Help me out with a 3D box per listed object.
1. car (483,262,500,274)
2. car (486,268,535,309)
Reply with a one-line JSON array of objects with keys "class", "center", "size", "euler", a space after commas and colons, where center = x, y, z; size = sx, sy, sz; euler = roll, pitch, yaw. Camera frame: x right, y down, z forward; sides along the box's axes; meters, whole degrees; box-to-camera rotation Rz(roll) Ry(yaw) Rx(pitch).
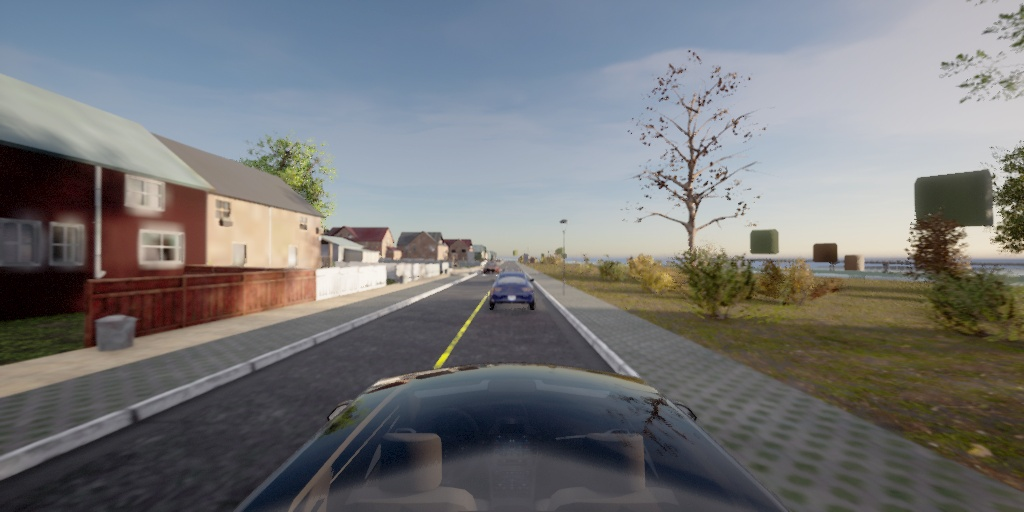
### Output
[{"class": "car", "center": [-2.797, 1.592, 49.477], "size": [2.097, 1.767, 4.553], "euler": [0, 0, 0]}, {"class": "car", "center": [0.012, 1.420, 15.749], "size": [1.812, 1.442, 4.674], "euler": [0, 0, 0]}]
